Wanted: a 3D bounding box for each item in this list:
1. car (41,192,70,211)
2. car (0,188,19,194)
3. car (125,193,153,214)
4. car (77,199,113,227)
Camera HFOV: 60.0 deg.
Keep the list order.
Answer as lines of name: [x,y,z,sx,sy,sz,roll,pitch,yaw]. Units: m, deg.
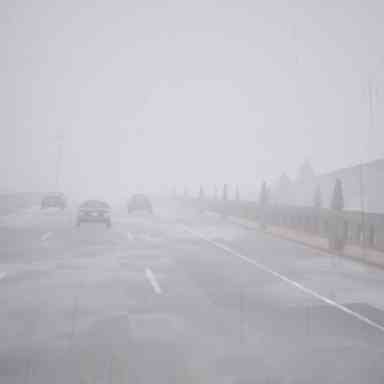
car: [-11.787,0.730,28.830,2.128,1.511,4.902,3,0,-15]
car: [-22.277,0.272,40.438,1.812,1.442,4.674,3,-1,-15]
car: [-4.830,0.913,29.913,2.097,1.767,4.553,3,0,-15]
car: [-5.645,1.143,19.394,2.033,1.411,5.357,3,0,-15]
